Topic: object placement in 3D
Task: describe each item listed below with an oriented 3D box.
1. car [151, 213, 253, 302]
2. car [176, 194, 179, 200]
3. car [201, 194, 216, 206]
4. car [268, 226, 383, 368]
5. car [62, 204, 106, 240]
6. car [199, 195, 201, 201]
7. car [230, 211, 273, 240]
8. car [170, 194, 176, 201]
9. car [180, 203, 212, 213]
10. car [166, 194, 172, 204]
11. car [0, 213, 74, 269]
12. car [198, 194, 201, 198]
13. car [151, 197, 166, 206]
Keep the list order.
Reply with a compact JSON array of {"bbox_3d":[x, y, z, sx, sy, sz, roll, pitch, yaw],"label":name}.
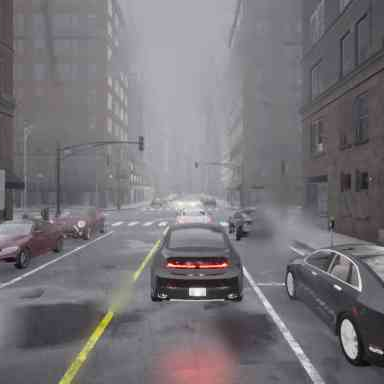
[{"bbox_3d":[0.097,1.505,8.253,1.837,1.490,4.892,0,0,0],"label":"car"},{"bbox_3d":[-5.575,1.457,91.551,2.192,1.841,5.009,0,0,0],"label":"car"},{"bbox_3d":[2.885,1.476,53.679,1.967,1.590,4.097,0,0,0],"label":"car"},{"bbox_3d":[2.855,1.551,5.586,2.008,1.369,4.403,0,0,0],"label":"car"},{"bbox_3d":[-5.672,1.441,16.588,1.967,1.590,4.097,0,0,0],"label":"car"},{"bbox_3d":[2.905,1.607,64.496,2.008,1.369,4.403,0,0,0],"label":"car"},{"bbox_3d":[2.854,1.567,16.588,1.947,1.339,4.313,0,0,0],"label":"car"},{"bbox_3d":[-5.593,1.626,80.563,1.752,1.417,4.829,0,0,0],"label":"car"},{"bbox_3d":[0.081,1.527,17.401,1.812,1.442,4.674,0,0,-1],"label":"car"},{"bbox_3d":[-5.620,1.607,64.508,2.008,1.369,4.403,0,0,0],"label":"car"},{"bbox_3d":[-5.671,1.582,11.087,1.802,1.307,4.206,0,0,0],"label":"car"},{"bbox_3d":[2.923,1.524,75.314,1.967,1.590,4.097,0,0,0],"label":"car"},{"bbox_3d":[-5.639,1.618,53.691,1.802,1.307,4.206,0,0,0],"label":"car"}]
